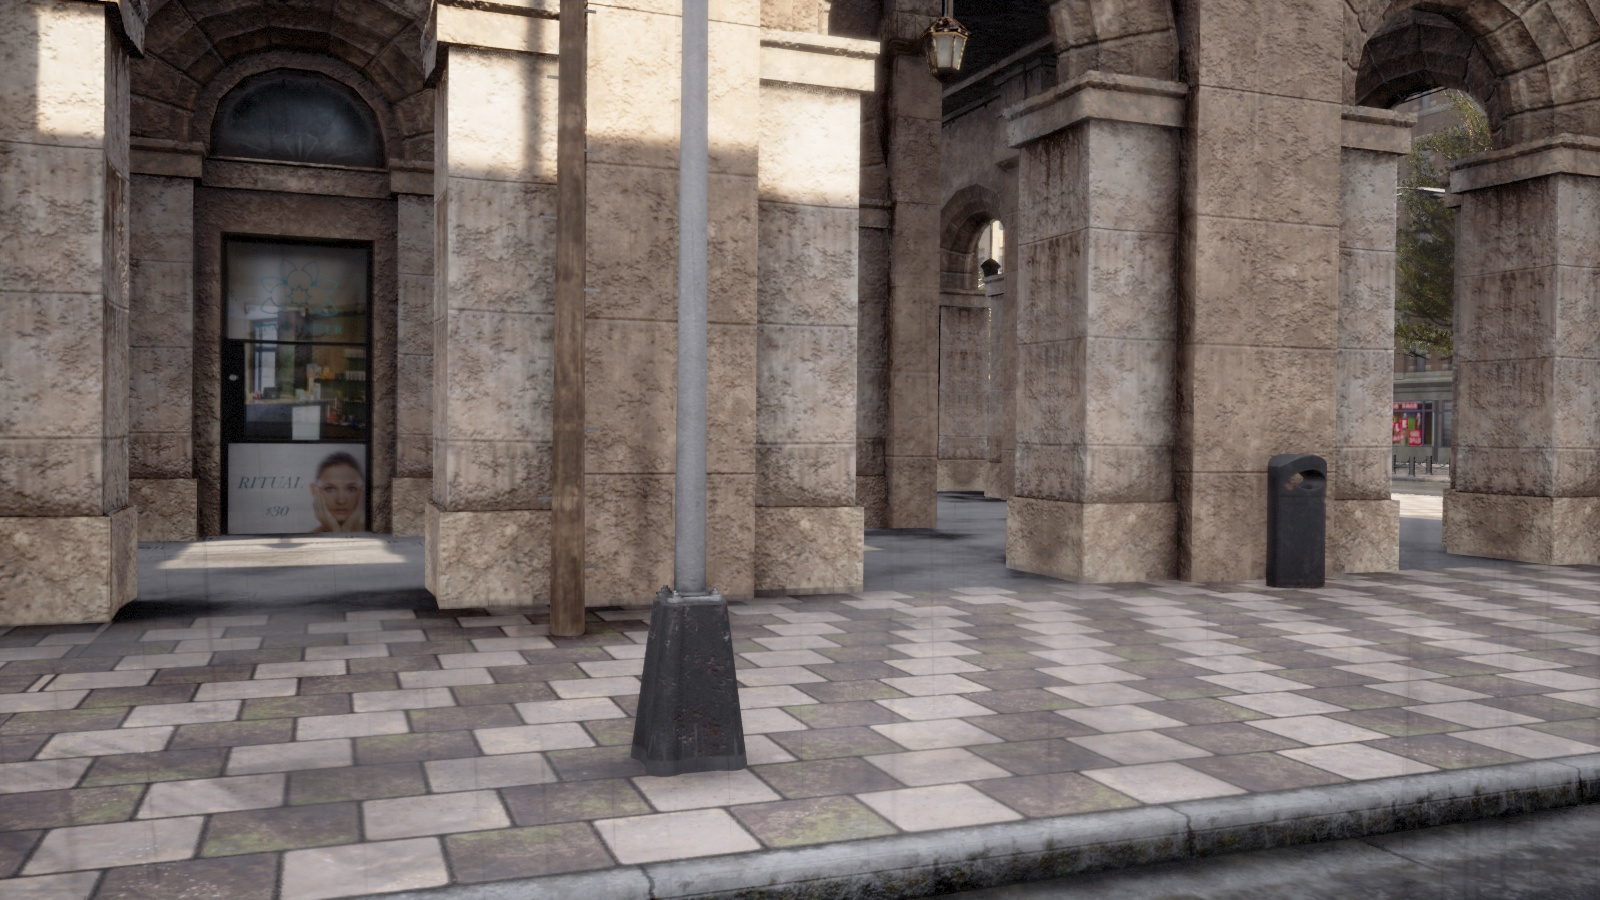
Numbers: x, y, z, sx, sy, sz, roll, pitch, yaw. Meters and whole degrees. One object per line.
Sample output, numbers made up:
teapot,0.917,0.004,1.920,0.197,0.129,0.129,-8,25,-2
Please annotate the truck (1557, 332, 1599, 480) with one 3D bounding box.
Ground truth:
truck,23.110,-1.108,30.147,2.891,3.827,8.468,-1,1,-21

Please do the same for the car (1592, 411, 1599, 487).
car,20.346,-0.014,27.671,2.097,1.767,4.553,-1,1,-20
